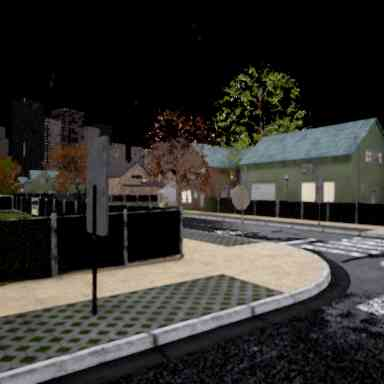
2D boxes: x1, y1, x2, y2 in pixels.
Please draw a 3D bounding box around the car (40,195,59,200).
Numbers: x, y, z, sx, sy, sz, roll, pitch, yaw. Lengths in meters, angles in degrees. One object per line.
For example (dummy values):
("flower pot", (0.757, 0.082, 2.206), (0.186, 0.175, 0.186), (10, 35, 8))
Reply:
("car", (-19.812, 1.211, 46.230), (1.837, 1.490, 4.892), (0, 0, -37))
